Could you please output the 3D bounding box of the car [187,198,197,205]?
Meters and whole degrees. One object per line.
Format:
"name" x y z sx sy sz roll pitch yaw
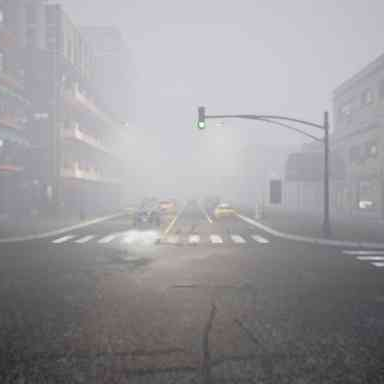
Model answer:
"car" 0.012 1.828 64.552 1.994 1.385 4.181 0 0 0

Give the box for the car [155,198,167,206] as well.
"car" -5.677 1.775 60.810 1.752 1.417 4.829 0 0 0

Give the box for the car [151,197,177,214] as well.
"car" -3.079 1.623 36.978 1.882 1.535 5.008 0 0 0

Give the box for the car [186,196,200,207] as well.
"car" 0.010 1.743 54.546 1.812 1.442 4.674 0 0 0

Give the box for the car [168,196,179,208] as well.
"car" -3.040 1.733 52.008 1.812 1.442 4.674 0 0 1

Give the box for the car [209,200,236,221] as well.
"car" 2.698 1.632 27.914 1.752 1.417 4.829 0 0 0

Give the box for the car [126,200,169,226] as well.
"car" -3.089 1.588 24.305 2.128 1.511 4.902 0 0 0

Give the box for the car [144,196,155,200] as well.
"car" -5.679 1.492 44.363 2.192 1.841 5.009 0 0 0

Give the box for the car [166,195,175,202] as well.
"car" -5.672 1.703 88.677 2.192 1.841 5.009 0 0 0

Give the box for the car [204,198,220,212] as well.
"car" 2.700 1.731 38.822 1.802 1.307 4.206 0 0 0

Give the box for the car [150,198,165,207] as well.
"car" -5.678 1.776 55.441 2.008 1.369 4.403 0 0 0

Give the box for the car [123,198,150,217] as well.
"car" -5.682 1.657 33.114 1.752 1.417 4.829 0 0 0

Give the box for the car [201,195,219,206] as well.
"car" 2.702 1.487 44.362 2.192 1.841 5.009 0 0 0

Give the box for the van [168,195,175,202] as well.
"van" -5.671 1.759 94.217 1.690 1.788 3.998 0 0 0

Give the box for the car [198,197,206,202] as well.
"car" 2.708 1.934 88.675 2.008 1.369 4.403 0 0 0
